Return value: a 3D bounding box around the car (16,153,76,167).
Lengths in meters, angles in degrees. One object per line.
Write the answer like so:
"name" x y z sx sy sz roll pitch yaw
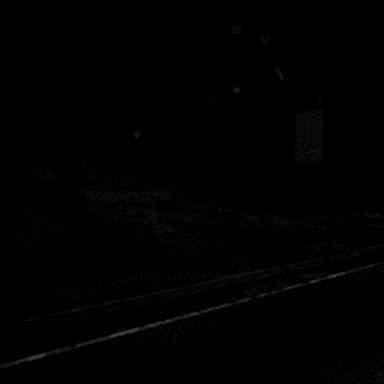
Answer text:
"car" -13.570 -2.753 30.453 2.002 1.452 4.674 0 -1 41

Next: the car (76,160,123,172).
"car" -10.011 -2.588 34.699 2.002 1.452 4.674 0 -2 40

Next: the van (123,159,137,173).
"van" -6.428 -2.663 39.102 1.878 1.987 4.442 0 -2 39
